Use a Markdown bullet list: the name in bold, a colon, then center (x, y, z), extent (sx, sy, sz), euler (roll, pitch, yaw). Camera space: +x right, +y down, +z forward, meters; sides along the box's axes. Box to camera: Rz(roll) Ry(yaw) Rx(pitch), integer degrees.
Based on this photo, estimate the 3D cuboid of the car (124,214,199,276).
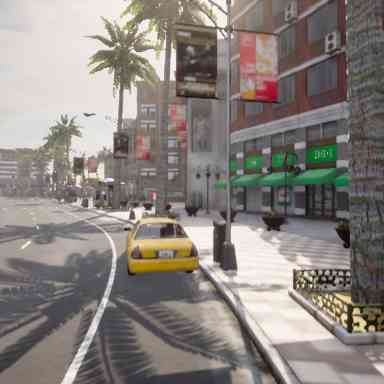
- **car**: center (-1.121, 1.447, 10.384), extent (1.801, 1.575, 5.366), euler (0, 0, -11)
